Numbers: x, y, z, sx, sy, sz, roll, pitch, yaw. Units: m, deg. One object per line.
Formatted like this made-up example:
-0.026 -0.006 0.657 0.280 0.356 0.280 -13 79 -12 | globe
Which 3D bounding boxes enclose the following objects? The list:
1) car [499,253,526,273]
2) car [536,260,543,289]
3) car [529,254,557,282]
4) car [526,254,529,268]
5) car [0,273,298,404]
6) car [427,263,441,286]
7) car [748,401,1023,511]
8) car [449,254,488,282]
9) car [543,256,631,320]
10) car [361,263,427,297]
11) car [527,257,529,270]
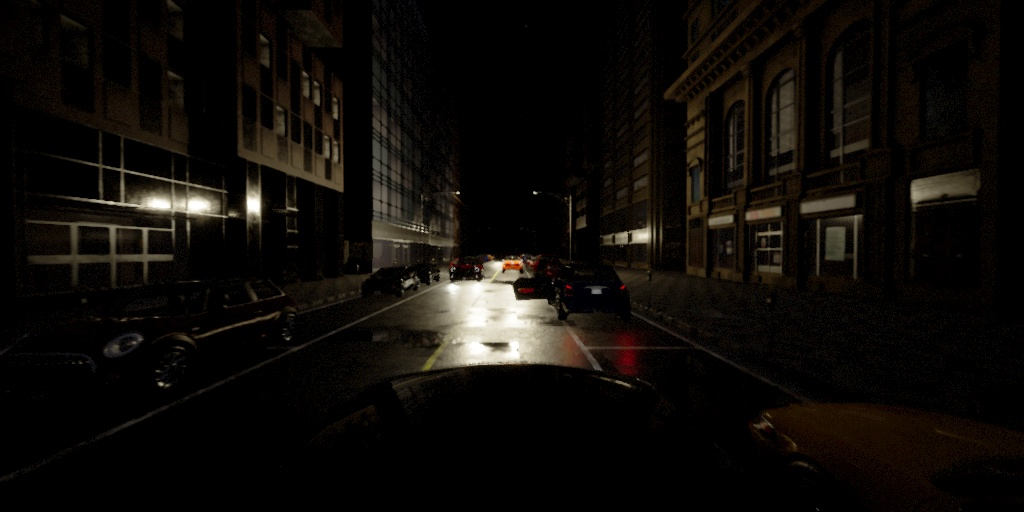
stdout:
0.055 0.763 36.921 2.097 1.767 4.553 0 1 0 | car
2.763 1.123 23.152 1.802 1.307 4.207 0 0 0 | car
2.763 0.802 28.753 2.192 1.841 5.009 0 0 0 | car
2.763 0.822 39.956 1.967 1.591 4.097 0 0 0 | car
-5.763 1.144 6.334 1.967 1.591 4.097 0 0 0 | car
-5.762 1.106 23.139 1.948 1.339 4.313 0 0 0 | car
2.762 1.285 0.917 1.751 1.417 4.829 0 0 0 | car
-3.096 0.870 25.496 2.097 1.767 4.553 0 1 0 | car
2.389 0.998 12.247 2.097 1.767 4.553 0 1 0 | car
-5.762 1.160 17.538 1.948 1.339 4.313 0 0 0 | car
2.763 1.000 34.355 1.948 1.339 4.313 0 0 0 | car
